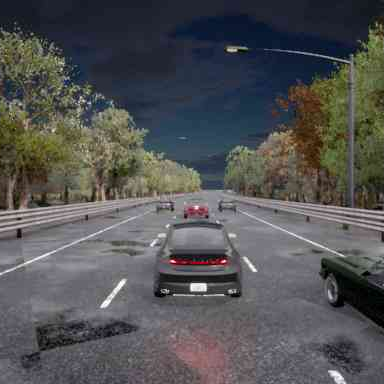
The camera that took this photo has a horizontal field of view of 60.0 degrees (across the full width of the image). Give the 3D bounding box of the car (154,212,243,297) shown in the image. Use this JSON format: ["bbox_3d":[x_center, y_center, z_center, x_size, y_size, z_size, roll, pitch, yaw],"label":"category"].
[{"bbox_3d":[0.133,1.503,8.532,1.837,1.490,4.892,0,0,0],"label":"car"}]

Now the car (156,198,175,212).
[{"bbox_3d":[-2.998,1.478,38.530,2.128,1.511,4.902,0,0,1],"label":"car"}]

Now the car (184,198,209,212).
[{"bbox_3d":[0.355,1.343,29.500,2.097,1.767,4.553,0,0,0],"label":"car"}]

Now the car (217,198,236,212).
[{"bbox_3d":[4.007,1.478,38.668,2.128,1.511,4.902,0,0,1],"label":"car"}]

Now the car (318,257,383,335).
[{"bbox_3d":[3.614,1.600,4.996,1.895,1.301,4.718,0,0,0],"label":"car"}]
